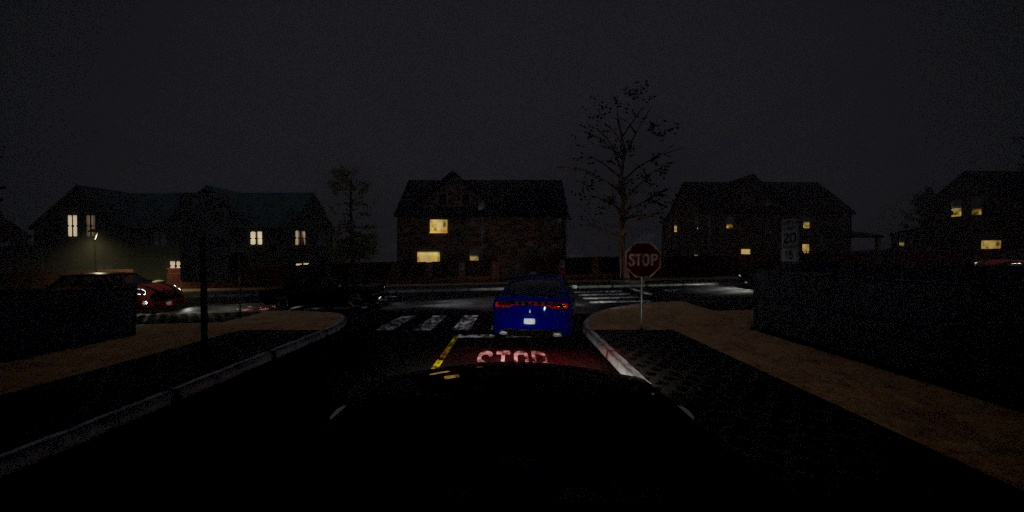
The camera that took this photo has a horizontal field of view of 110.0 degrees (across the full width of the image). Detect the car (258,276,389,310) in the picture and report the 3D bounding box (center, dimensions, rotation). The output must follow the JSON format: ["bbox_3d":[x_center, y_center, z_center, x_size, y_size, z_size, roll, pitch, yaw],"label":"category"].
[{"bbox_3d":[-7.813,1.508,15.210,4.718,1.301,1.895,-1,1,0],"label":"car"}]

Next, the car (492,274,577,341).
[{"bbox_3d":[0.785,1.227,10.003,1.882,1.535,5.008,0,0,10],"label":"car"}]

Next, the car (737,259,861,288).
[{"bbox_3d":[14.515,0.886,18.172,5.357,1.411,2.033,-1,1,0],"label":"car"}]

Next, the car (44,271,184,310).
[{"bbox_3d":[-16.800,1.473,15.202,4.553,1.767,2.097,-1,1,0],"label":"car"}]

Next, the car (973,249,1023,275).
[{"bbox_3d":[26.295,0.412,18.170,4.553,1.767,2.097,-1,1,0],"label":"car"}]
